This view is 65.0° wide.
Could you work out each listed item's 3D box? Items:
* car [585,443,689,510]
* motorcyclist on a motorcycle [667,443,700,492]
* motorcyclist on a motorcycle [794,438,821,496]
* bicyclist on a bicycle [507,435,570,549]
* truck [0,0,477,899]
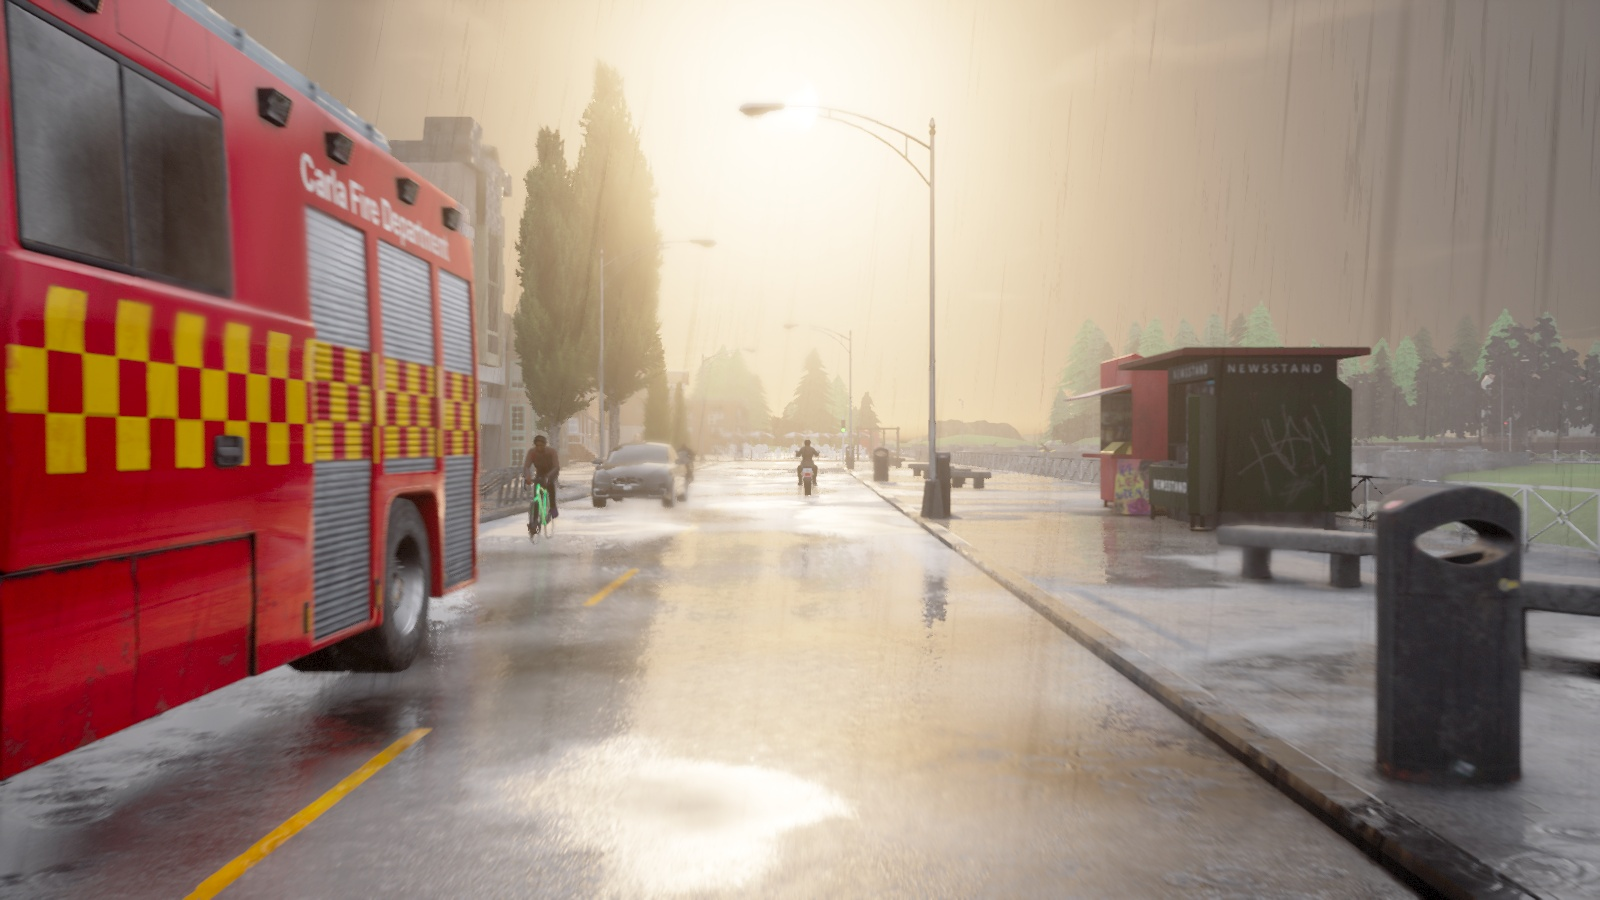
[{"bbox_3d":[-3.816,0.578,30.259,1.837,1.490,4.892,0,0,0],"label":"car"},{"bbox_3d":[-3.760,0.550,40.621,0.866,1.530,2.191,0,0,0],"label":"motorcyclist on a motorcycle"},{"bbox_3d":[0.219,0.490,36.808,0.766,1.649,2.350,0,0,0],"label":"motorcyclist on a motorcycle"},{"bbox_3d":[-3.878,0.591,18.738,0.582,1.620,1.656,0,1,0],"label":"bicyclist on a bicycle"},{"bbox_3d":[-3.955,-0.452,5.425,2.891,3.827,8.468,0,0,0],"label":"truck"}]
